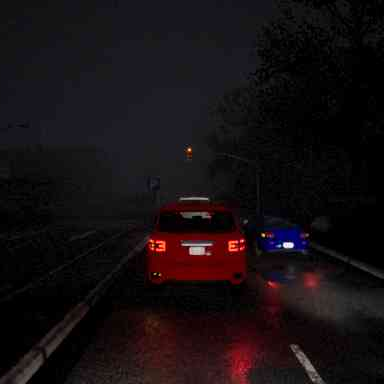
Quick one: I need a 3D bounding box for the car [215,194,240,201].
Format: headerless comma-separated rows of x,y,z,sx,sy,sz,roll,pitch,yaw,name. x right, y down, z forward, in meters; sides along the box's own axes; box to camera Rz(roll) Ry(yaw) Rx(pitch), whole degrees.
8.079,1.258,76.494,5.366,1.575,1.946,1,0,-13,car

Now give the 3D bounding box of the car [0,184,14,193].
-31.237,-0.425,55.958,2.435,2.045,5.566,6,-3,-19,car

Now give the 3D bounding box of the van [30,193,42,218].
-13.635,1.298,24.270,4.442,1.987,1.878,-1,0,-20,van

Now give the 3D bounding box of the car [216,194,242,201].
8.101,1.264,73.642,5.366,1.575,1.946,1,0,-13,car

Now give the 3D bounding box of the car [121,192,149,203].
-11.534,1.359,65.057,4.792,1.488,2.163,-1,0,-15,car

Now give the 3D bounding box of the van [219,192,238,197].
7.190,1.043,67.678,4.442,1.987,1.878,1,0,-14,van

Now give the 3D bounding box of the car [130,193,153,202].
-10.804,1.197,71.002,4.553,1.767,2.185,-1,0,-14,car

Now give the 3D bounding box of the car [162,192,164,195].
-9.750,1.360,80.010,4.674,1.452,2.002,-1,0,-13,car

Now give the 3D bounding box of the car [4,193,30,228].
-13.747,1.268,21.234,5.566,2.045,2.435,-1,0,-20,car

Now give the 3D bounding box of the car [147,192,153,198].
-10.893,1.316,68.050,5.366,1.575,1.946,-1,0,-15,car

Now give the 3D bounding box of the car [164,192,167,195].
-9.383,1.359,83.012,4.674,1.452,2.002,-1,0,-13,car

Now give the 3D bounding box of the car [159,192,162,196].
-10.119,1.322,77.014,4.892,1.521,2.231,-1,0,-14,car

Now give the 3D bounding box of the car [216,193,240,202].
7.569,1.142,70.648,4.553,1.767,2.185,1,0,-14,car

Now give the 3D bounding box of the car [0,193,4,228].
-13.816,1.264,18.197,5.566,2.045,2.435,-1,0,-20,car

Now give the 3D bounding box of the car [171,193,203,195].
0.127,1.247,19.445,2.150,2.045,5.566,0,0,0,car

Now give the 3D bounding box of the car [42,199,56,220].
-13.664,1.405,27.248,4.553,1.767,2.185,-1,0,-19,car

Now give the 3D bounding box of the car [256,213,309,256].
3.097,1.540,12.977,1.812,1.442,4.674,0,0,0,car

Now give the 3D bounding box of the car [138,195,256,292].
0.092,1.230,9.087,2.150,2.045,5.566,0,0,0,car

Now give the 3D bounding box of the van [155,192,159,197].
-10.343,1.094,74.043,4.442,1.987,1.878,-1,0,-14,van

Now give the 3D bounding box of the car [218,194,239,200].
8.977,1.298,82.420,4.674,1.452,2.002,1,0,-12,car

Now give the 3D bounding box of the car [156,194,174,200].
-7.712,1.316,94.982,5.008,1.535,2.097,-1,0,-12,car

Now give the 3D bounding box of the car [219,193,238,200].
9.340,1.129,85.350,4.553,1.767,2.185,1,0,-12,car

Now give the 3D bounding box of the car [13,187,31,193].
-28.242,0.138,55.902,2.002,1.452,4.674,6,-3,-19,car

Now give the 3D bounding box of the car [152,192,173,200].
-8.130,1.065,92.002,5.566,2.045,2.435,-1,0,-12,car
